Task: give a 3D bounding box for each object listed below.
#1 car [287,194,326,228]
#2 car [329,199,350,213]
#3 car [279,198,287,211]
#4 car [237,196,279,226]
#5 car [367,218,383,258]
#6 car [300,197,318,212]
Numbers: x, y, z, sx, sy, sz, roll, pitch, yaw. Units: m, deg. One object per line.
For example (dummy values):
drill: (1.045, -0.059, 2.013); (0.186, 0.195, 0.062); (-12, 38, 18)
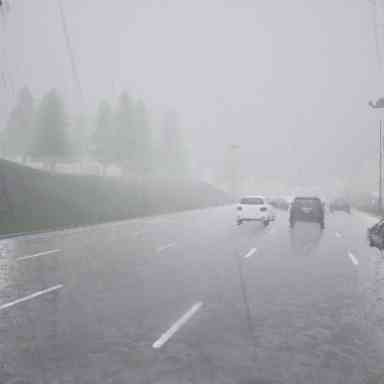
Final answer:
car: (8.161, 1.332, 23.504); (2.150, 2.045, 5.566); (0, 0, 20)
car: (18.113, 1.577, 40.878); (2.097, 1.767, 4.553); (0, 0, 20)
car: (11.544, 1.530, 43.299); (2.097, 1.767, 4.553); (0, 0, 20)
car: (4.808, 1.308, 24.524); (2.150, 2.045, 5.566); (0, 0, 20)
car: (7.882, 1.633, 12.383); (2.033, 1.411, 5.357); (0, 0, 20)
car: (14.808, 1.553, 42.030); (2.097, 1.767, 4.553); (0, 0, 20)
